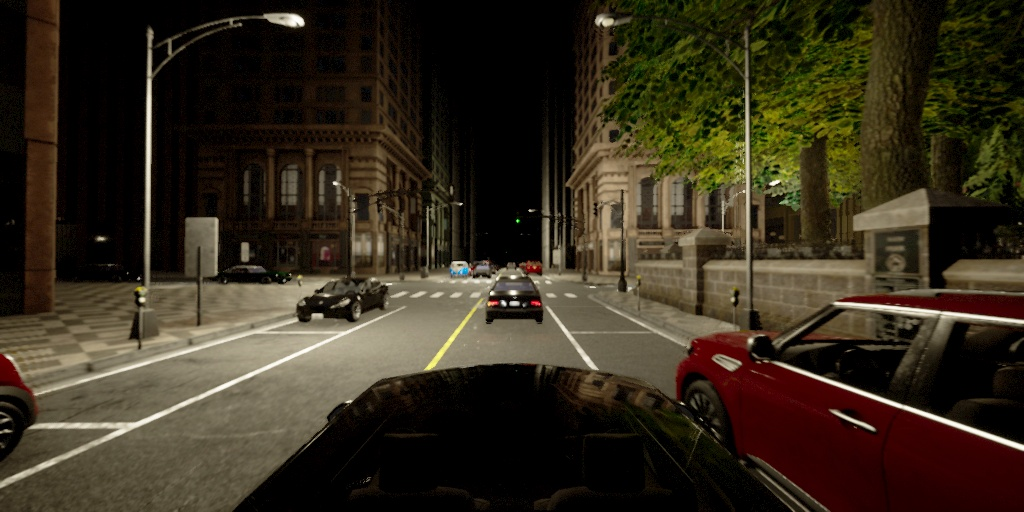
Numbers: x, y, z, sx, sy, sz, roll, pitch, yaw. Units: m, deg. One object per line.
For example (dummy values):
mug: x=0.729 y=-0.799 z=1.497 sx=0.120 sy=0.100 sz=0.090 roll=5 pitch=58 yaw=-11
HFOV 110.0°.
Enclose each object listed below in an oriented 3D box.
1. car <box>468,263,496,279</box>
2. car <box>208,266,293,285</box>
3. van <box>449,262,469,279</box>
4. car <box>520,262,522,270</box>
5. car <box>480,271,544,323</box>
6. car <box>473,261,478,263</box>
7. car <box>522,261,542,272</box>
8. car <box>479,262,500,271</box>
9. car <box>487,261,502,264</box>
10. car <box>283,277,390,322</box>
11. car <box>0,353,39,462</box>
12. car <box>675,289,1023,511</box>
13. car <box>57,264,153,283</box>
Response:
car: x=-3.155 y=1.731 z=38.984 sx=2.033 sy=1.411 sz=5.357 roll=0 pitch=-1 yaw=0
car: x=-17.893 y=1.360 z=24.723 sx=4.718 sy=1.301 sz=1.895 roll=1 pitch=-1 yaw=0
van: x=-5.818 y=1.531 z=39.473 sx=1.690 sy=1.789 sz=3.998 roll=0 pitch=0 yaw=0
car: x=2.690 y=1.639 z=50.376 sx=2.192 sy=1.841 sz=5.009 roll=0 pitch=0 yaw=0
car: x=0.071 y=1.421 z=12.653 sx=2.033 sy=1.411 sz=5.357 roll=0 pitch=-1 yaw=0
car: x=-5.826 y=1.697 z=44.914 sx=1.967 sy=1.591 sz=4.097 roll=0 pitch=0 yaw=0
car: x=2.699 y=1.571 z=44.935 sx=2.192 sy=1.841 sz=5.009 roll=0 pitch=0 yaw=0
car: x=-3.168 y=1.863 z=49.619 sx=2.033 sy=1.411 sz=5.357 roll=0 pitch=-1 yaw=0
car: x=-3.160 y=1.998 z=61.912 sx=1.812 sy=1.442 sz=4.674 roll=0 pitch=-1 yaw=0
car: x=-5.777 y=1.442 z=12.818 sx=1.948 sy=1.339 sz=4.313 roll=0 pitch=0 yaw=0
car: x=-5.760 y=1.191 z=1.771 sx=1.967 sy=1.591 sz=4.097 roll=0 pitch=0 yaw=0
car: x=2.765 y=1.065 z=1.795 sx=2.192 sy=1.841 sz=5.009 roll=0 pitch=0 yaw=0
car: x=-27.847 y=1.207 z=24.667 sx=4.718 sy=1.301 sz=1.895 roll=1 pitch=-1 yaw=-1
